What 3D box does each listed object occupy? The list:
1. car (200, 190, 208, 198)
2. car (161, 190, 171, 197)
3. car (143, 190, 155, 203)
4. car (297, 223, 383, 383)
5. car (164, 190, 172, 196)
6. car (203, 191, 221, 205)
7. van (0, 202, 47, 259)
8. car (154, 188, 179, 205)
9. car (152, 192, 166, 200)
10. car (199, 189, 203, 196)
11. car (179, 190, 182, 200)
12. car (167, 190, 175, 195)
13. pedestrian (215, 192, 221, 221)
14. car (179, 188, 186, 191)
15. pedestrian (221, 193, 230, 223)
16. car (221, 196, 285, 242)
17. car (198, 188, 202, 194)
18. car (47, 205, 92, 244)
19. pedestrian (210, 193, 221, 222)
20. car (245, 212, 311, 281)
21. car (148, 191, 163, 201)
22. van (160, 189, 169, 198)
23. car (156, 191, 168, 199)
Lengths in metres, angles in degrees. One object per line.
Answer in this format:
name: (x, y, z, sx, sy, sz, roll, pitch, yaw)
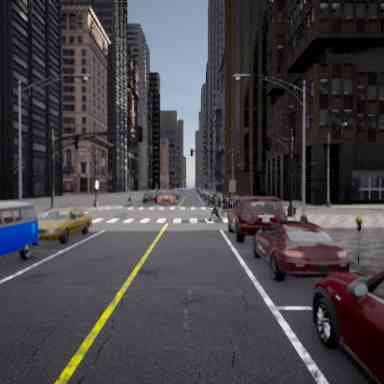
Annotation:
car: (2.755, 0.725, 53.027, 2.008, 1.369, 4.403, 0, 1, 0)
car: (-5.773, 0.272, 75.575, 1.967, 1.590, 4.097, 0, 1, 0)
car: (-5.770, 0.576, 47.372, 2.192, 1.841, 5.009, 0, 1, 0)
car: (2.760, 1.384, 3.421, 1.967, 1.590, 4.097, 0, 1, 0)
car: (-5.774, 0.276, 81.046, 1.752, 1.417, 4.829, 0, 1, 0)
car: (2.756, 0.899, 41.747, 2.008, 1.369, 4.403, 0, 1, 0)
van: (-5.766, 1.196, 9.085, 1.690, 1.788, 3.998, 0, 1, 0)
car: (-3.102, 0.708, 41.278, 2.097, 1.767, 4.553, 0, 1, 0)
car: (-5.771, 0.654, 58.657, 1.947, 1.339, 4.313, 0, 1, 0)
car: (2.754, 0.633, 58.667, 1.887, 1.381, 4.507, 0, 1, 0)
car: (-3.084, 0.730, 56.002, 1.895, 1.301, 4.718, 0, 1, 0)
car: (-5.775, 0.147, 92.497, 1.947, 1.339, 4.313, 0, 1, 0)
pedestrian: (1.694, 0.954, 21.617, 0.375, 1.860, 0.375, 0, 1, 0)
car: (-3.008, 0.433, 71.509, 2.033, 1.411, 5.357, 0, 1, 0)
pedestrian: (2.164, 0.963, 21.016, 0.375, 1.860, 0.375, 0, 1, 0)
car: (2.758, 1.081, 14.773, 2.192, 1.841, 5.009, 0, 1, 0)
car: (2.753, 0.357, 69.945, 1.967, 1.590, 4.097, 0, 1, 0)
car: (-5.766, 1.294, 14.595, 1.752, 1.417, 4.829, 0, 1, 0)
pedestrian: (1.434, 0.972, 20.417, 0.375, 1.860, 0.375, 0, 1, 0)
car: (2.759, 1.437, 9.100, 1.802, 1.307, 4.206, 0, 1, 0)
car: (-5.771, 0.615, 53.015, 1.967, 1.590, 4.097, 0, 1, 0)
van: (-5.773, 0.258, 69.933, 1.690, 1.788, 3.998, 0, 1, 0)
car: (-5.772, 0.585, 64.297, 1.802, 1.307, 4.206, 0, 1, 0)
